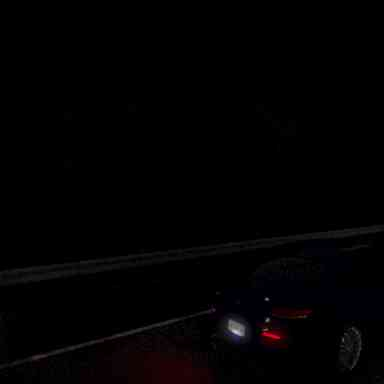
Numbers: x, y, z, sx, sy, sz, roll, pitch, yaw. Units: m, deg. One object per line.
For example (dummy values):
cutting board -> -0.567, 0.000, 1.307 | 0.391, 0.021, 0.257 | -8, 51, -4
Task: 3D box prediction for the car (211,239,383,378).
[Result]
car -> 2.424, 1.517, 5.474 | 4.674, 1.442, 1.812 | 0, 0, -35
